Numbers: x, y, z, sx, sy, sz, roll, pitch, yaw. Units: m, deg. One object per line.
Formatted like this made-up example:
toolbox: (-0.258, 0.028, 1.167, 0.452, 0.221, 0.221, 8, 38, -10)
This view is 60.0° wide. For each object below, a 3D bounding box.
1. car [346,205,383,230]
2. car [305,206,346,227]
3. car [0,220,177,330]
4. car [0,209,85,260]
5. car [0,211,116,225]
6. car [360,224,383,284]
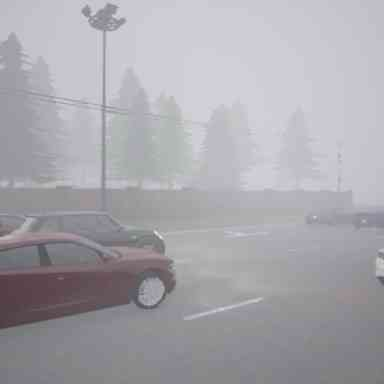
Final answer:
car: (12.133, 1.596, 21.010, 5.008, 1.535, 1.882, 0, 0, -36)
car: (10.012, 1.682, 23.799, 4.181, 1.385, 1.994, 0, 0, -36)
car: (-2.616, 1.485, 6.181, 5.008, 1.535, 1.882, 0, 0, -36)
car: (-6.643, 1.486, 11.906, 5.008, 1.535, 1.882, 0, 0, -36)
car: (-3.059, 1.370, 10.165, 4.553, 1.767, 2.097, 0, 0, -36)
car: (6.346, 1.579, 8.278, 4.674, 1.442, 1.812, 0, 0, -36)
